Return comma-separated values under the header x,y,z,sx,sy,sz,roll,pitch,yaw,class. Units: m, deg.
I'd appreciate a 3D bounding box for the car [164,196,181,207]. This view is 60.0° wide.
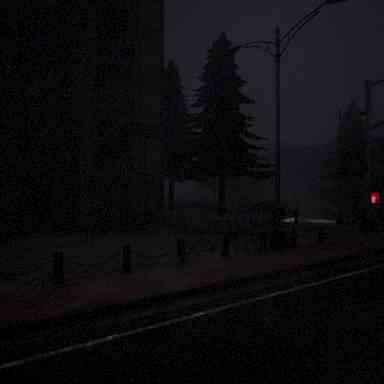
x,y,z,sx,sy,sz,roll,pitch,yaw,class
-3.666,1.616,50.411,1.895,1.301,4.718,0,0,-34,car

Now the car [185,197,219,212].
x,y,z,sx,sy,sz,roll,pitch,yaw,class
1.230,1.579,37.672,1.994,1.385,4.181,0,0,-37,car

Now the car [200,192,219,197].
x,y,z,sx,sy,sz,roll,pitch,yaw,class
5.073,1.112,92.407,1.932,1.855,4.605,0,0,-37,car

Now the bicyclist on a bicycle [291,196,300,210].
x,y,z,sx,sy,sz,roll,pitch,yaw,class
11.403,1.316,36.604,1.656,1.620,0.582,0,0,-37,bicyclist on a bicycle

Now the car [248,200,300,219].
x,y,z,sx,sy,sz,roll,pitch,yaw,class
7.232,1.493,29.722,1.882,1.535,5.008,0,0,-37,car

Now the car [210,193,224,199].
x,y,z,sx,sy,sz,roll,pitch,yaw,class
7.161,1.092,94.470,1.905,1.878,3.866,0,0,-37,car
